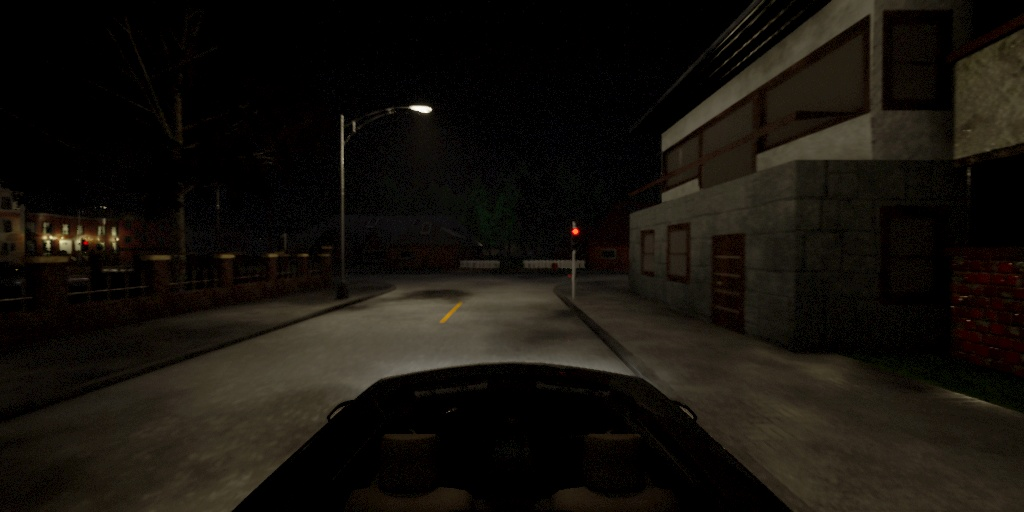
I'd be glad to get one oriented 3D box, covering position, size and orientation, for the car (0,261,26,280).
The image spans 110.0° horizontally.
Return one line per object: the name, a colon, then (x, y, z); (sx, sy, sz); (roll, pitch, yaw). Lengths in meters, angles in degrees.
car: (-37.095, 1.029, 26.059); (4.718, 1.301, 1.895); (0, 1, 1)
